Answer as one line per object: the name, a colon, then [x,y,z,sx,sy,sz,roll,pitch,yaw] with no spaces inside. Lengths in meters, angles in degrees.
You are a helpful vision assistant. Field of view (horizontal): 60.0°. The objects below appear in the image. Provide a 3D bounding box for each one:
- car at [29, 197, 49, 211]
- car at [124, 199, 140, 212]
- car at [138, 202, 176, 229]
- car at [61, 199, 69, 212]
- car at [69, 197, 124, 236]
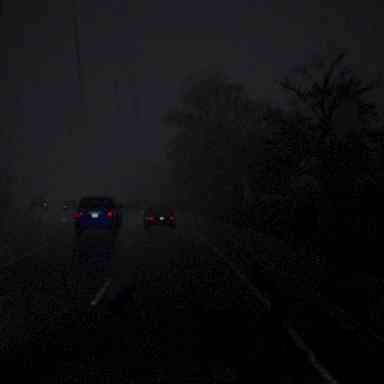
car: [-18.534,1.406,40.398,1.837,1.490,4.892,0,0,-22]
car: [-7.147,1.591,39.764,2.128,1.511,4.902,0,0,-19]
car: [-2.253,1.600,21.954,2.033,1.411,5.357,0,0,-11]
car: [-15.281,1.663,41.687,1.837,1.490,4.892,0,0,-22]
car: [-5.243,1.271,19.107,2.150,2.045,5.566,0,0,-9]
